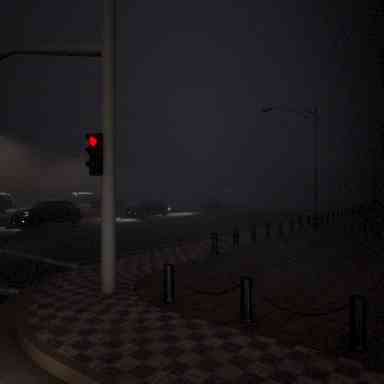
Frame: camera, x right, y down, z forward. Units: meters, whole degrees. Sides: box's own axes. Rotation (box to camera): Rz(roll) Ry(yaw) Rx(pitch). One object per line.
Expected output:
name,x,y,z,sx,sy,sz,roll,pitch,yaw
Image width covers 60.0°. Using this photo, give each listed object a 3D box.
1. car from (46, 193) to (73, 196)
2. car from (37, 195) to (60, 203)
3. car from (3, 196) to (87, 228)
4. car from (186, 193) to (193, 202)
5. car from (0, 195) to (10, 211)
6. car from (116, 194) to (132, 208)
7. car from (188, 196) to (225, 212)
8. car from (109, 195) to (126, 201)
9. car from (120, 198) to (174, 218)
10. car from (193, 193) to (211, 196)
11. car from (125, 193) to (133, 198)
car,-25.761,1.209,63.359,1.932,1.855,4.605,0,0,36
car,-28.057,1.419,65.126,1.784,1.438,3.905,0,0,36
car,-10.009,1.407,23.001,2.097,1.767,4.553,0,0,36
car,0.432,1.212,65.900,1.905,1.878,3.866,0,0,36
car,-25.682,1.451,44.672,1.970,1.475,3.806,0,0,36
car,-12.091,1.451,53.426,1.970,1.475,3.806,0,0,36
car,2.098,1.547,39.582,2.128,1.511,4.902,0,0,36
car,-17.729,1.451,79.213,1.970,1.475,3.806,0,0,36
car,-4.070,1.560,31.145,1.837,1.490,4.892,0,0,36
car,2.733,1.209,64.142,1.932,1.855,4.605,0,0,36
car,-15.403,1.212,77.490,1.905,1.878,3.866,0,0,36
